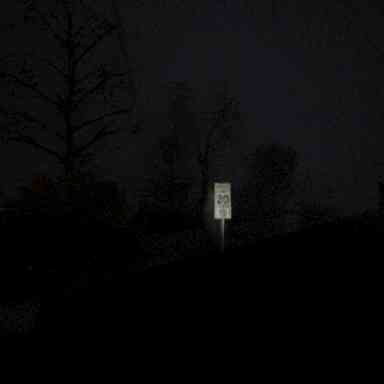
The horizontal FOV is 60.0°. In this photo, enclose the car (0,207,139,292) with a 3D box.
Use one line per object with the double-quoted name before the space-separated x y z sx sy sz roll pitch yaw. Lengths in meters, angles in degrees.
"car" -4.074 1.465 10.082 2.150 2.045 5.566 0 -1 34
